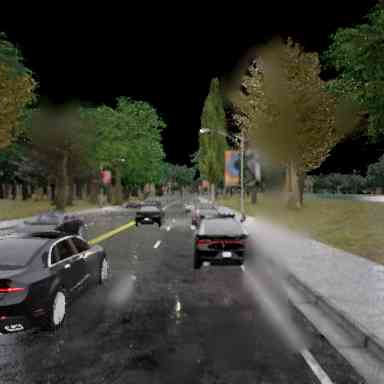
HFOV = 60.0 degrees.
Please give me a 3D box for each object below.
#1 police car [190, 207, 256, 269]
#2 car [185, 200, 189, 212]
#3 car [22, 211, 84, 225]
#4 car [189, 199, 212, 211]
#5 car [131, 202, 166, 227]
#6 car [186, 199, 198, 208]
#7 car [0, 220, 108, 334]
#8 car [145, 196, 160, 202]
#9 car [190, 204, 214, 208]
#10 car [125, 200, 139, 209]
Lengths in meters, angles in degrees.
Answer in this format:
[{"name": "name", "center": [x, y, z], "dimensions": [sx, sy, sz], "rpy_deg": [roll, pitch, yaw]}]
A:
[{"name": "police car", "center": [0.981, 1.574, 11.892], "dimensions": [1.930, 1.638, 5.238], "rpy_deg": [0, -1, 0]}, {"name": "car", "center": [0.024, 2.086, 45.851], "dimensions": [1.895, 1.301, 4.718], "rpy_deg": [0, 0, 0]}, {"name": "car", "center": [-6.592, 1.685, 15.753], "dimensions": [2.128, 1.511, 4.902], "rpy_deg": [0, -1, 0]}, {"name": "car", "center": [0.988, 1.669, 27.752], "dimensions": [2.097, 1.767, 4.553], "rpy_deg": [0, -1, 0]}, {"name": "car", "center": [-3.138, 1.774, 25.678], "dimensions": [1.882, 1.535, 5.008], "rpy_deg": [0, -1, 0]}, {"name": "car", "center": [0.031, 2.095, 63.204], "dimensions": [2.128, 1.511, 4.902], "rpy_deg": [0, 0, 0]}, {"name": "car", "center": [-3.147, 1.596, 7.008], "dimensions": [1.837, 1.490, 4.892], "rpy_deg": [0, -1, 0]}, {"name": "car", "center": [-6.554, 1.781, 55.863], "dimensions": [2.150, 2.045, 5.566], "rpy_deg": [0, 0, 0]}, {"name": "car", "center": [0.986, 1.762, 21.781], "dimensions": [1.837, 1.490, 4.892], "rpy_deg": [0, -1, 0]}, {"name": "car", "center": [-9.798, 2.106, 55.687], "dimensions": [2.033, 1.411, 5.357], "rpy_deg": [0, 0, 0]}]
